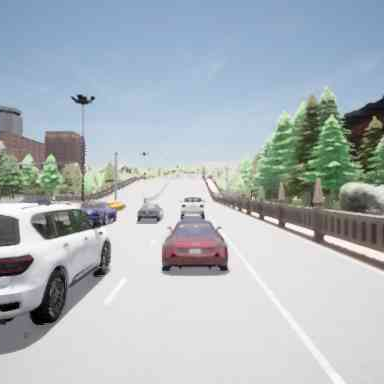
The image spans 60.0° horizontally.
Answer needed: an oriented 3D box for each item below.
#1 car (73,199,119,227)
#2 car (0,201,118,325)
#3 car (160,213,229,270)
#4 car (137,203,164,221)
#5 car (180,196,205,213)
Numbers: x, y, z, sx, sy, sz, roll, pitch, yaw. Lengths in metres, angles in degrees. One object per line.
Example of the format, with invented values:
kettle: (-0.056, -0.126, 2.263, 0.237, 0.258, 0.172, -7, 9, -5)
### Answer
car: (-6.923, 1.460, 24.507, 2.097, 1.767, 4.553, 0, 0, 0)
car: (-3.405, 1.254, 7.316, 2.150, 2.045, 5.566, 0, 0, 0)
car: (0.086, 1.611, 11.178, 1.994, 1.385, 4.181, 0, 0, 0)
car: (-3.432, 1.666, 28.006, 2.033, 1.411, 5.357, 0, 0, 0)
car: (0.068, 1.348, 30.876, 2.150, 2.045, 5.566, 0, 0, 0)
